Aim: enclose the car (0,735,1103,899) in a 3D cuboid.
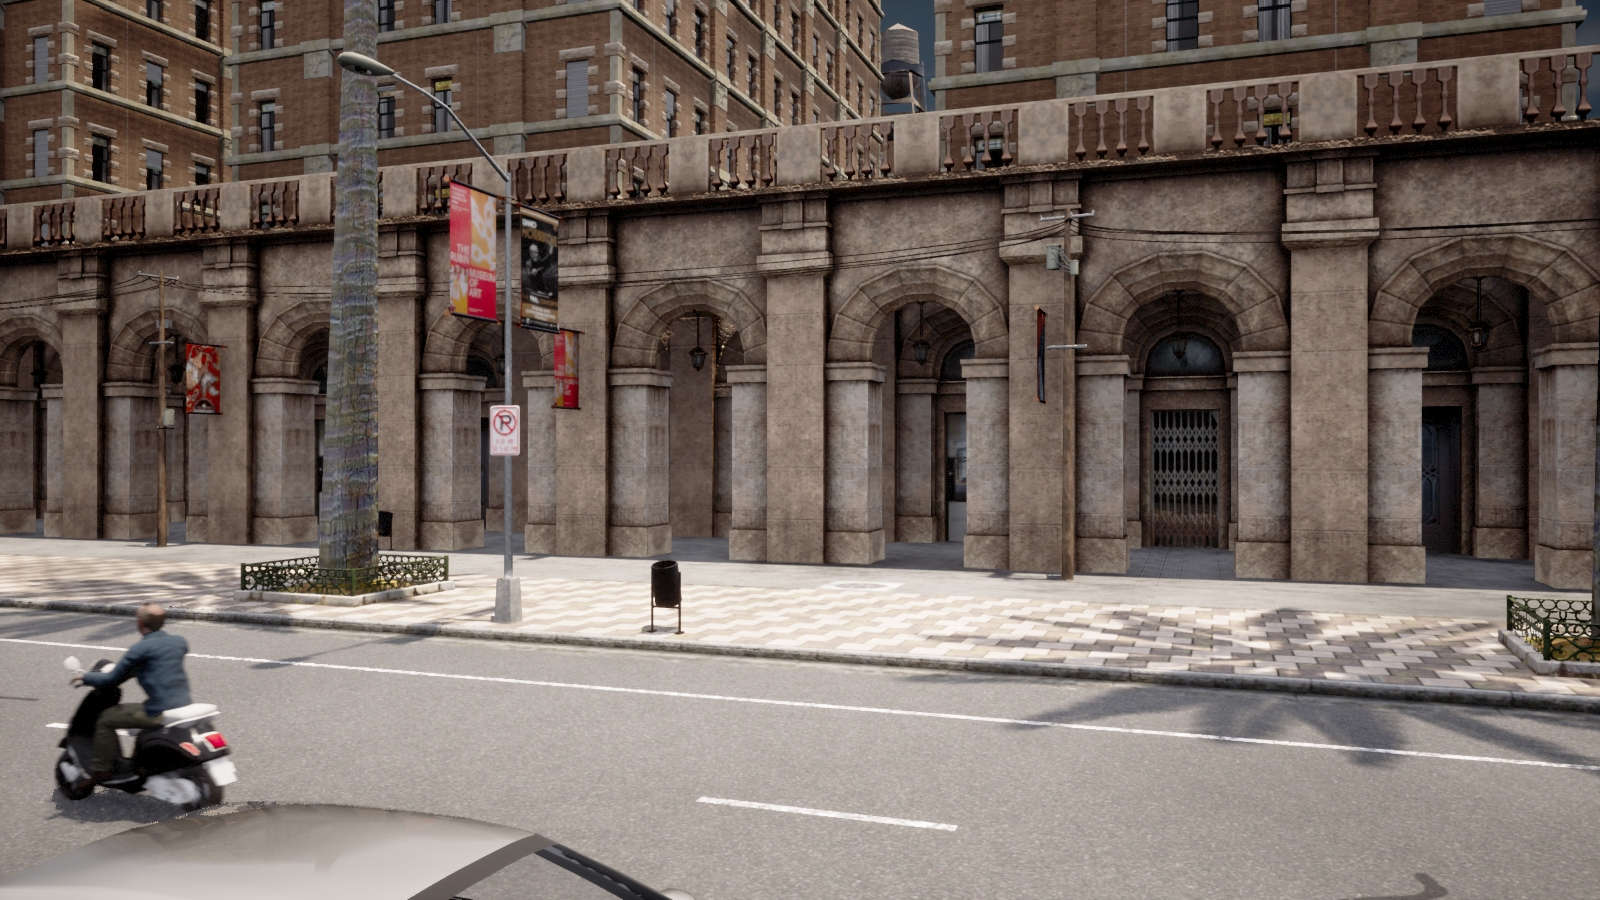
[{"bbox_3d":[-1.248,2.067,3.754,4.193,1.474,1.816,0,0,20],"label":"car"}]
